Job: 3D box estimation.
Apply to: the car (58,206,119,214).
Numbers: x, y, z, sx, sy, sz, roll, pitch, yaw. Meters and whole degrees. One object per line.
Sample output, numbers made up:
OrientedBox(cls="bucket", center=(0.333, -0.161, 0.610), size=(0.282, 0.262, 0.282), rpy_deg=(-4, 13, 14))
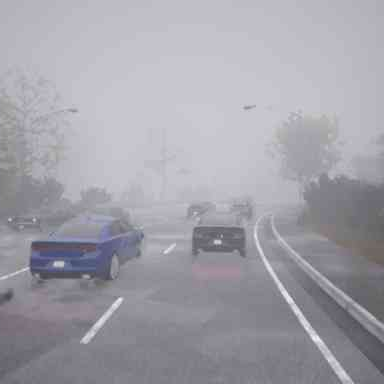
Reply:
OrientedBox(cls="car", center=(-5.221, 1.512, 19.443), size=(2.033, 1.411, 5.357), rpy_deg=(0, 0, 10))

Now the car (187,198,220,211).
OrientedBox(cls="car", center=(0.938, 1.485, 29.670), size=(1.837, 1.490, 4.892), rpy_deg=(0, 0, 15))

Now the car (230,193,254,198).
OrientedBox(cls="car", center=(9.190, 1.204, 58.558), size=(2.150, 2.045, 5.566), rpy_deg=(0, 0, 31))

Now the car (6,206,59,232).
OrientedBox(cls="car", center=(-8.681, 1.551, 19.827), size=(1.895, 1.301, 4.718), rpy_deg=(0, 0, 10))

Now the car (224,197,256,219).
OrientedBox(cls="car", center=(4.508, 1.489, 29.435), size=(2.128, 1.511, 4.902), rpy_deg=(0, 0, 16))

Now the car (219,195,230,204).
OrientedBox(cls="car", center=(6.103, 1.312, 60.187), size=(2.097, 1.767, 4.553), rpy_deg=(0, 0, 30))

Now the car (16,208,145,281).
OrientedBox(cls="car", center=(-2.758, 1.461, 9.905), size=(1.882, 1.535, 5.008), rpy_deg=(0, 0, 5))

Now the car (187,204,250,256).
OrientedBox(cls="car", center=(1.146, 1.473, 13.257), size=(1.882, 1.535, 5.008), rpy_deg=(0, 0, 7))
